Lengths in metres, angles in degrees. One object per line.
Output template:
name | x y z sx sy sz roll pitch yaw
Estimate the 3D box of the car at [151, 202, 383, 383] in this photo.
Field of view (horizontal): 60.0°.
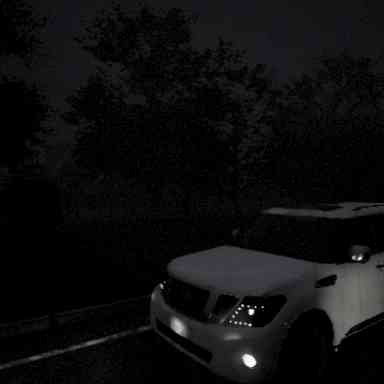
car | 2.088 1.220 5.485 5.566 2.045 2.150 0 0 -36
